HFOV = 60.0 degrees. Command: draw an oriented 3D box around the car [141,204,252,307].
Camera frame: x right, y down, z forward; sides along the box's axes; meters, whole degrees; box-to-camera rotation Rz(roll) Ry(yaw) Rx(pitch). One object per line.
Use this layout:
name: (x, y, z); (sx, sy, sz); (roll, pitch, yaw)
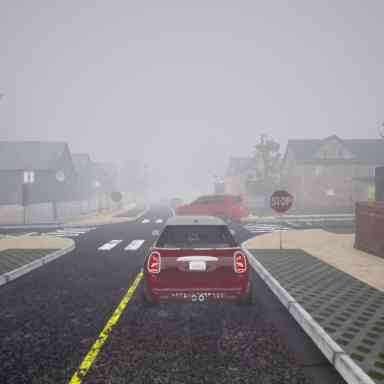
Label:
car: (0.045, 1.353, 8.151); (2.097, 1.767, 4.553); (0, 0, -1)

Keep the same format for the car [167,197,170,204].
car: (-2.791, 1.690, 57.440); (1.882, 1.535, 5.008); (0, 0, -8)

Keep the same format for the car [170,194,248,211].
car: (1.371, 1.225, 24.095); (5.566, 2.045, 2.150); (-2, 1, 41)

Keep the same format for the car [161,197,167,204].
car: (-5.832, 1.881, 73.788); (1.837, 1.490, 4.892); (0, -1, -13)
